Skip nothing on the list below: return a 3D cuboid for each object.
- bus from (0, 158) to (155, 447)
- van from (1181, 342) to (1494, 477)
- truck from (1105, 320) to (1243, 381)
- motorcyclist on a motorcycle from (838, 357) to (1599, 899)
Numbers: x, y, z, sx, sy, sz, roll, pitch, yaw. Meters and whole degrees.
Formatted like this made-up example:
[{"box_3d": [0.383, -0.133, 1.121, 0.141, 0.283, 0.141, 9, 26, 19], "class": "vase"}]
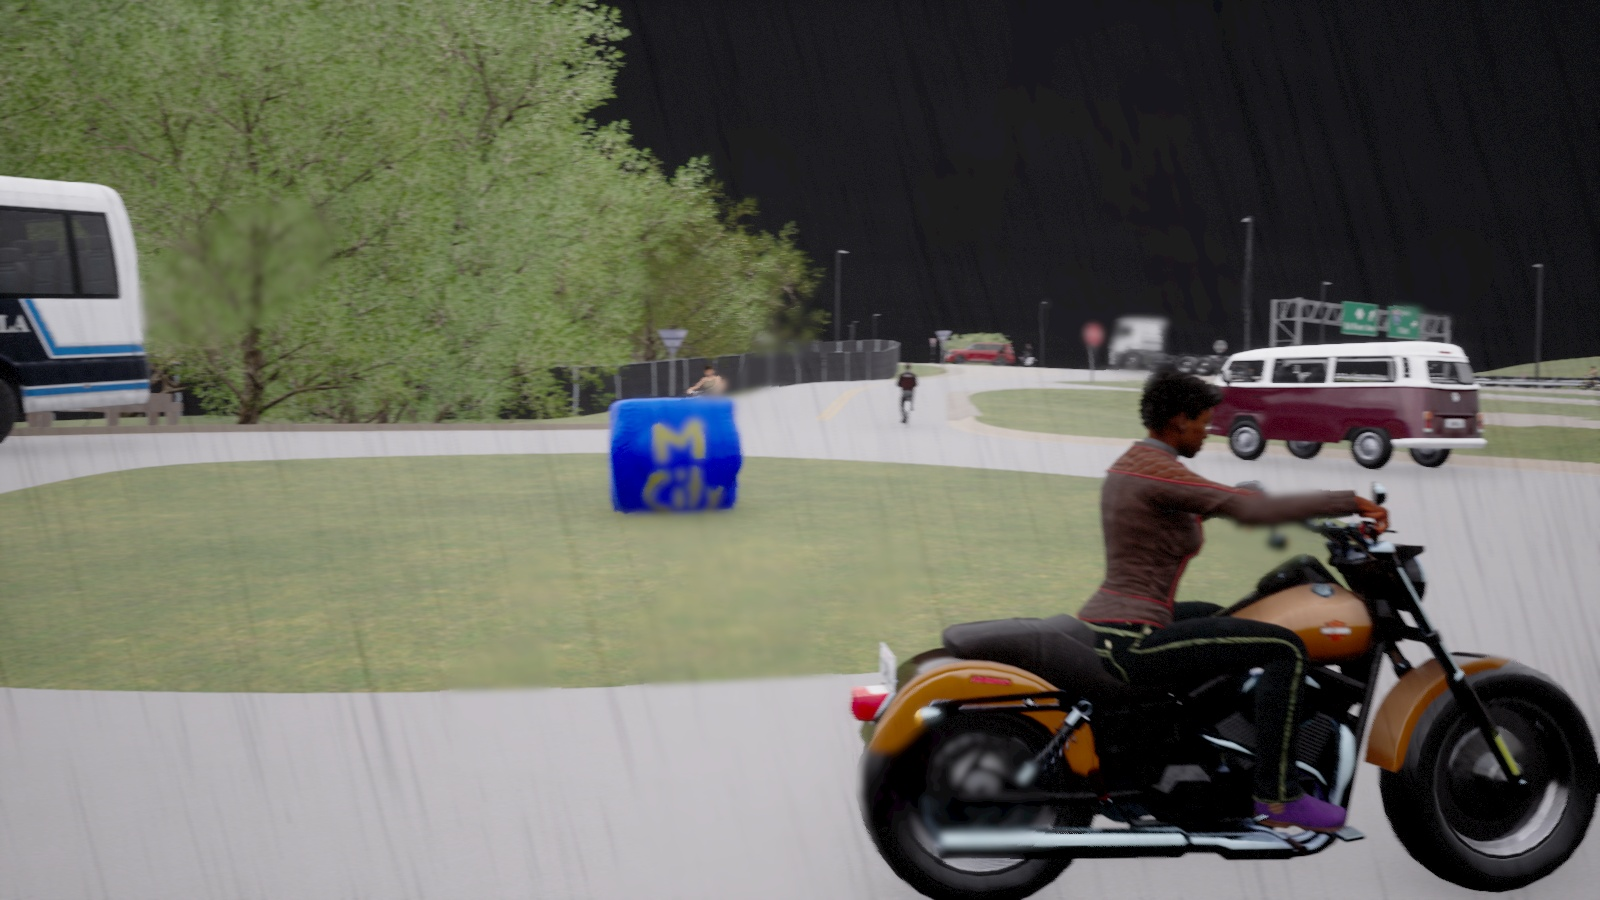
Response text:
[{"box_3d": [-14.804, -1.973, 16.987, 3.944, 4.253, 10.273, 3, 7, 26], "class": "bus"}, {"box_3d": [8.980, -0.726, 21.420, 2.069, 2.038, 4.480, 0, 3, -30], "class": "van"}, {"box_3d": [23.955, -6.440, 80.774, 2.891, 3.462, 7.936, -1, 6, -41], "class": "truck"}, {"box_3d": [1.336, 0.574, 3.842, 2.350, 1.649, 0.766, 0, 2, -5], "class": "motorcyclist on a motorcycle"}]
